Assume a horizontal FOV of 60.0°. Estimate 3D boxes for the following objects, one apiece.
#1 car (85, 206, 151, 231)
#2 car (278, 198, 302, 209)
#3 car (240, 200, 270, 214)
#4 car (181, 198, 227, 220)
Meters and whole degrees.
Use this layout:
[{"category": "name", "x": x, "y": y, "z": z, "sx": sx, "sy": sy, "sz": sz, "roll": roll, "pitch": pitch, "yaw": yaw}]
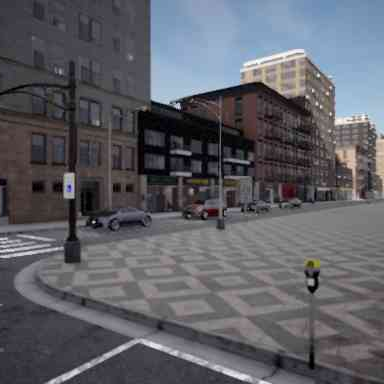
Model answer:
[{"category": "car", "x": -4.486, "y": 1.557, "z": 20.758, "sx": 1.994, "sy": 1.385, "sz": 4.181, "roll": 0, "pitch": 0, "yaw": 36}, {"category": "car", "x": 13.182, "y": 1.507, "z": 44.654, "sx": 2.128, "sy": 1.511, "sz": 4.902, "roll": 0, "pitch": 0, "yaw": 37}, {"category": "car", "x": 6.955, "y": 1.568, "z": 36.276, "sx": 1.994, "sy": 1.385, "sz": 4.181, "roll": 0, "pitch": 0, "yaw": 36}, {"category": "car", "x": 1.099, "y": 1.349, "z": 28.334, "sx": 2.097, "sy": 1.767, "sz": 4.553, "roll": 0, "pitch": 0, "yaw": 36}]
